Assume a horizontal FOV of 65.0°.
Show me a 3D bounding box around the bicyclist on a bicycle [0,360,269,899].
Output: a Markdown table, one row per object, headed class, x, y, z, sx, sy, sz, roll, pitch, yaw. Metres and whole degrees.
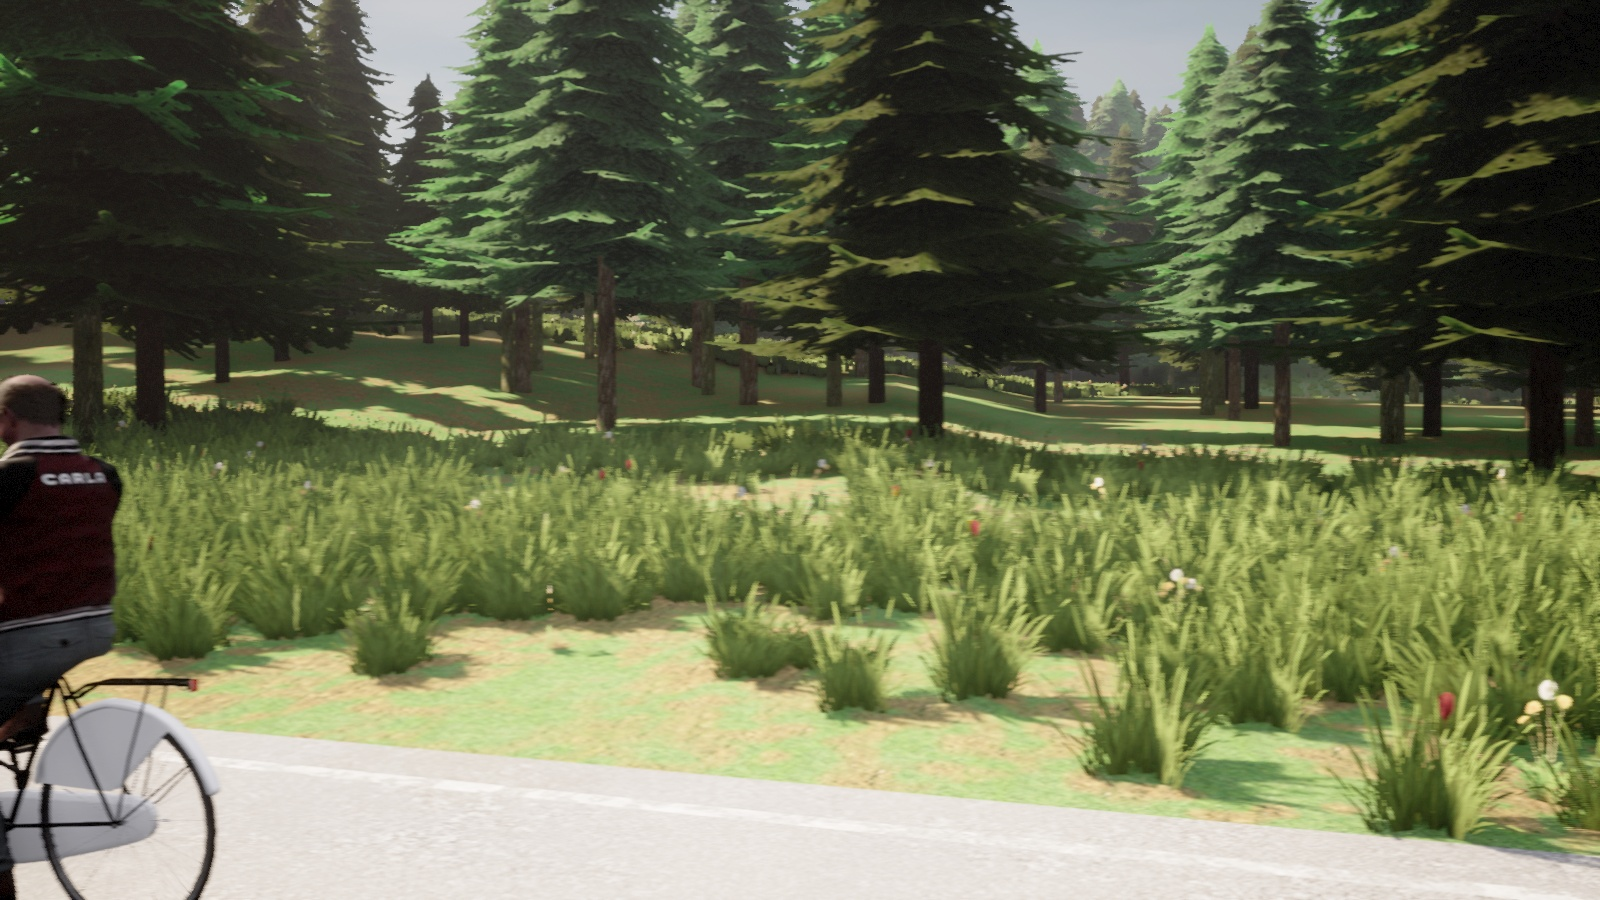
| class | x | y | z | sx | sy | sz | roll | pitch | yaw |
| --- | --- | --- | --- | --- | --- | --- | --- | --- | --- |
| bicyclist on a bicycle | -2.725 | 0.621 | 4.108 | 1.843 | 1.776 | 0.659 | 1 | 1 | 19 |
